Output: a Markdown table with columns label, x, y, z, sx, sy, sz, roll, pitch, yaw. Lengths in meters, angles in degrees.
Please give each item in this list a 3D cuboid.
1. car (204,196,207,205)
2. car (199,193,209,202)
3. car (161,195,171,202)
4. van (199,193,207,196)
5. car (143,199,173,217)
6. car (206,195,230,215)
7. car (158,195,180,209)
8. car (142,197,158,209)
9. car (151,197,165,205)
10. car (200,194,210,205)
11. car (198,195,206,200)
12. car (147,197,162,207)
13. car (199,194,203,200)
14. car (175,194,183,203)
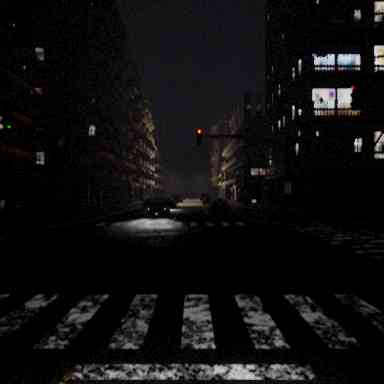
| label | x | y | z | sx | sy | sz | roll | pitch | yaw |
| --- | --- | --- | --- | --- | --- | --- | --- | --- | --- |
| car | 2.748 | 1.498 | 38.993 | 2.008 | 1.369 | 4.403 | 0 | 0 | 0 |
| car | 2.804 | 1.223 | 77.732 | 2.192 | 1.841 | 5.009 | 0 | 0 | 0 |
| car | -5.585 | 1.457 | 72.210 | 1.887 | 1.381 | 4.507 | 0 | 0 | 0 |
| van | 2.788 | 1.258 | 66.664 | 1.690 | 1.788 | 3.998 | 0 | 0 | 0 |
| car | -3.054 | 1.558 | 30.837 | 1.895 | 1.301 | 4.718 | 0 | 0 | 0 |
| car | 2.741 | 1.395 | 33.458 | 1.967 | 1.590 | 4.097 | 0 | 0 | 0 |
| car | -3.030 | 1.504 | 43.841 | 1.994 | 1.385 | 4.181 | 0 | 0 | 0 |
| car | -5.625 | 1.491 | 44.540 | 2.008 | 1.369 | 4.403 | 0 | 0 | 0 |
| car | -5.609 | 1.494 | 55.609 | 1.947 | 1.339 | 4.313 | 0 | 0 | 0 |
| car | 2.772 | 1.510 | 55.596 | 1.802 | 1.307 | 4.206 | 0 | 0 | 0 |
| car | 2.827 | 1.440 | 94.335 | 1.887 | 1.381 | 4.507 | 0 | 0 | 0 |
| car | -5.616 | 1.516 | 50.074 | 1.802 | 1.307 | 4.206 | 0 | 0 | 0 |
| car | 2.780 | 1.504 | 61.130 | 1.802 | 1.307 | 4.206 | 0 | 0 | 0 |
| car | -2.912 | 1.268 | 64.905 | 2.097 | 1.767 | 4.553 | 0 | 0 | 0 |
